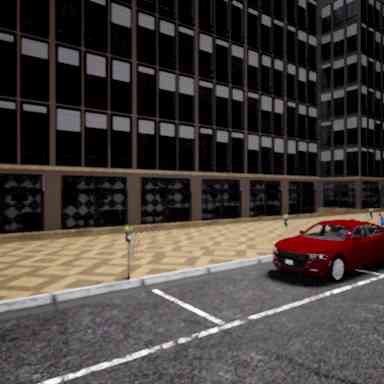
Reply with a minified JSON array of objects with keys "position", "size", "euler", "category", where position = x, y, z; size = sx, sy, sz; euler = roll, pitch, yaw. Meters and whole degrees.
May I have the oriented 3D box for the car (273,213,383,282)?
[{"position":[4.251,1.484,9.587],"size":[4.507,1.381,1.887],"euler":[0,1,-35],"category":"car"}]
